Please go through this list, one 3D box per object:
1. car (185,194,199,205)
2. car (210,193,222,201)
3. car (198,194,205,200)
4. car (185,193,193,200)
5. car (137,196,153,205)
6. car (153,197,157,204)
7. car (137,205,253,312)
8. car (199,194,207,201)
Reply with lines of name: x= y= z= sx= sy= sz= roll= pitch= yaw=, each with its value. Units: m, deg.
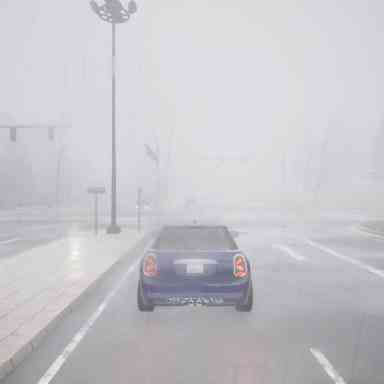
car: x=-0.171 y=1.526 z=54.711 sx=1.812 sy=1.442 sz=4.674 roll=0 pitch=0 yaw=-1
car: x=6.341 y=1.215 z=85.003 sx=2.150 sy=2.045 sz=5.566 roll=0 pitch=0 yaw=-1
car: x=2.669 y=1.442 z=95.597 sx=1.882 sy=1.535 sz=5.008 roll=0 pitch=0 yaw=-1
car: x=-0.831 y=1.189 z=95.570 sx=2.150 sy=2.045 sz=5.566 roll=0 pitch=0 yaw=-1
car: x=-8.293 y=1.505 z=57.052 sx=1.837 sy=1.490 sz=4.892 roll=0 pitch=0 yaw=-1
car: x=-8.383 y=1.505 z=66.261 sx=1.837 sy=1.490 sz=4.892 roll=0 pitch=0 yaw=0
car: x=0.069 y=1.352 z=7.891 sx=2.097 sy=1.767 sz=4.553 roll=0 pitch=0 yaw=0
car: x=2.836 y=1.513 z=85.274 sx=1.812 sy=1.442 sz=4.674 roll=0 pitch=0 yaw=-1
